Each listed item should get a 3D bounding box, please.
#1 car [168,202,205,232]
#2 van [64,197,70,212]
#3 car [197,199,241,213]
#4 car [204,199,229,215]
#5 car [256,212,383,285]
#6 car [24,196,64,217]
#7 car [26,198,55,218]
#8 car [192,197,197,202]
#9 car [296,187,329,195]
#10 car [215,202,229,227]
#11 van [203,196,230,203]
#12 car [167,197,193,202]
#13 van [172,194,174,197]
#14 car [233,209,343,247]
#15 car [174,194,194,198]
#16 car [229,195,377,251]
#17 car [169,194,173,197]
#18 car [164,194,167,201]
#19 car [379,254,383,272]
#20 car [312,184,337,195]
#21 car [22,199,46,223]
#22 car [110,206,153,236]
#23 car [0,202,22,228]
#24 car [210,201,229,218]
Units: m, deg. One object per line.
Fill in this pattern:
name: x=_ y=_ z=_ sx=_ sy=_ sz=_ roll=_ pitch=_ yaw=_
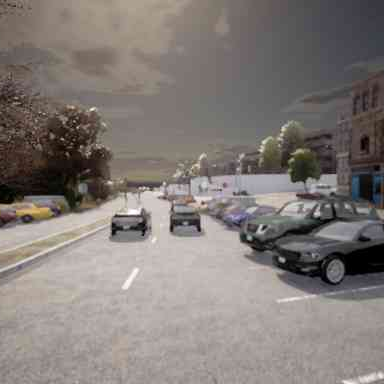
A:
car: x=-0.450 y=1.572 z=20.946 sx=1.837 sy=1.490 sz=4.892 roll=0 pitch=-2 yaw=-2
van: x=-14.735 y=1.411 z=33.826 sx=4.442 sy=1.987 sz=1.878 roll=-1 pitch=0 yaw=-24
car: x=3.258 y=1.642 z=39.633 sx=4.792 sy=1.488 sz=2.163 roll=1 pitch=-1 yaw=-25
car: x=3.924 y=1.569 z=27.611 sx=4.892 sy=1.521 sz=2.231 roll=1 pitch=0 yaw=-24
car: x=4.649 y=1.511 z=9.497 sx=5.008 sy=1.535 sz=2.097 roll=1 pitch=0 yaw=-22
car: x=-14.597 y=1.501 z=30.835 sx=4.553 sy=1.767 sz=2.185 roll=-1 pitch=0 yaw=-24
car: x=-14.604 y=1.616 z=27.793 sx=5.366 sy=1.575 sz=1.946 roll=-1 pitch=0 yaw=-23
car: x=3.143 y=1.592 z=36.574 sx=5.366 sy=1.575 sz=1.946 roll=1 pitch=0 yaw=-25
car: x=18.132 y=0.370 z=51.533 sx=2.002 sy=1.452 sz=4.674 roll=-7 pitch=4 yaw=-29
car: x=4.233 y=1.589 z=21.576 sx=4.674 sy=1.452 sz=2.002 roll=1 pitch=0 yaw=-23
van: x=3.632 y=1.350 z=30.577 sx=4.442 sy=1.987 sz=1.878 roll=1 pitch=0 yaw=-24
car: x=-1.425 y=1.618 z=36.880 sx=2.128 sy=1.511 sz=4.902 roll=0 pitch=0 yaw=-4
van: x=-1.699 y=1.718 z=80.172 sx=4.442 sy=1.987 sz=1.878 roll=1 pitch=0 yaw=-29
car: x=4.469 y=1.569 z=15.543 sx=4.674 sy=1.452 sz=2.002 roll=1 pitch=-1 yaw=-22
car: x=-1.157 y=1.814 z=77.243 sx=4.553 sy=1.767 sz=2.185 roll=1 pitch=0 yaw=-29
car: x=4.546 y=1.268 z=12.505 sx=5.566 sy=2.045 sz=2.435 roll=1 pitch=0 yaw=-22
car: x=-2.112 y=1.699 z=83.182 sx=5.566 sy=2.045 sz=2.435 roll=1 pitch=0 yaw=-30
car: x=-4.103 y=1.723 z=95.067 sx=5.566 sy=2.045 sz=2.435 roll=1 pitch=0 yaw=-30
car: x=4.734 y=1.492 z=3.460 sx=5.008 sy=1.535 sz=2.097 roll=1 pitch=0 yaw=-21
car: x=21.089 y=-0.208 z=51.995 sx=2.435 sy=2.045 sz=5.566 roll=-7 pitch=4 yaw=-29
car: x=-14.091 y=1.599 z=24.988 sx=5.366 sy=1.575 sz=1.946 roll=-1 pitch=0 yaw=-23
car: x=-3.361 y=1.561 z=18.958 sx=2.128 sy=1.511 sz=4.902 roll=0 pitch=0 yaw=-2
car: x=-14.098 y=1.633 z=21.953 sx=4.674 sy=1.452 sz=2.002 roll=-1 pitch=0 yaw=-23
car: x=4.078 y=1.598 z=24.596 sx=4.674 sy=1.452 sz=2.002 roll=1 pitch=-1 yaw=-23
